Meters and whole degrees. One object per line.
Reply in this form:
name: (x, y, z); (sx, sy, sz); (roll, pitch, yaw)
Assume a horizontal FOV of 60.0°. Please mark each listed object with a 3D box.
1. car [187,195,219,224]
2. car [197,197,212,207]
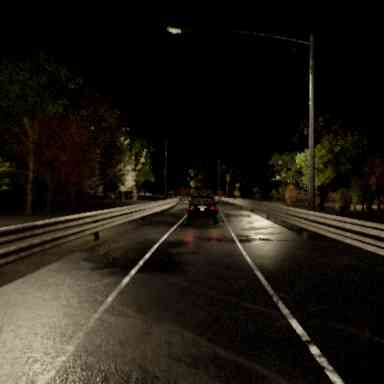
car: (0.857, 1.266, 25.390); (2.150, 2.045, 5.566); (0, 0, 3)
car: (1.947, 1.624, 53.310); (2.033, 1.411, 5.357); (0, 0, -1)
